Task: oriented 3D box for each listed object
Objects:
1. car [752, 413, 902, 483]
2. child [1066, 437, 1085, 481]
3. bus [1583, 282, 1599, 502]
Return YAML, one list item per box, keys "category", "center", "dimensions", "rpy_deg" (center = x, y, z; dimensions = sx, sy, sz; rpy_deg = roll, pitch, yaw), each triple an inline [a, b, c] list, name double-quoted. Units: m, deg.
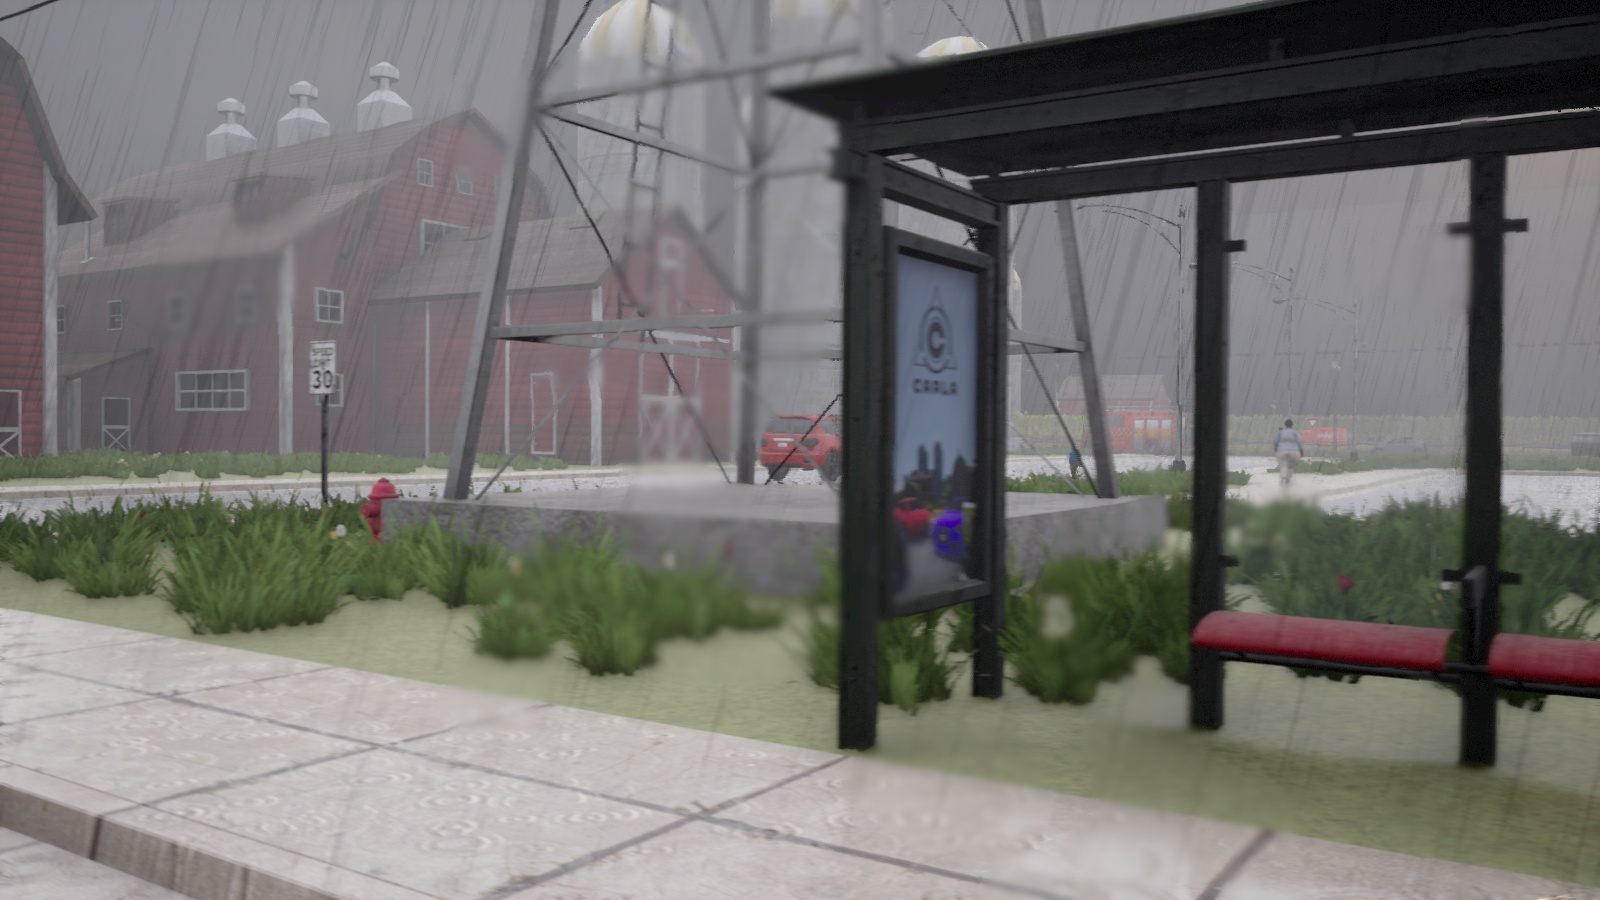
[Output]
- category: "car"
  center: [0.954, -0.099, 39.686]
  dimensions: [2.150, 2.045, 5.566]
  rpy_deg: [0, 1, 33]
- category: "child"
  center: [7.503, 0.233, 34.169]
  dimensions: [0.343, 1.192, 0.448]
  rpy_deg: [0, 1, 35]
- category: "bus"
  center: [15.927, -1.068, 20.427]
  dimensions: [3.944, 4.253, 10.273]
  rpy_deg: [0, 1, 24]
